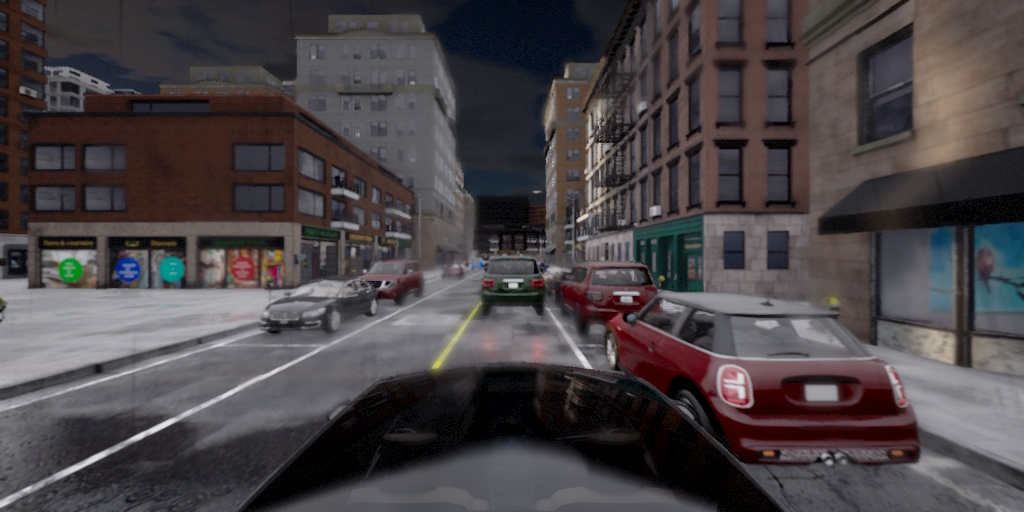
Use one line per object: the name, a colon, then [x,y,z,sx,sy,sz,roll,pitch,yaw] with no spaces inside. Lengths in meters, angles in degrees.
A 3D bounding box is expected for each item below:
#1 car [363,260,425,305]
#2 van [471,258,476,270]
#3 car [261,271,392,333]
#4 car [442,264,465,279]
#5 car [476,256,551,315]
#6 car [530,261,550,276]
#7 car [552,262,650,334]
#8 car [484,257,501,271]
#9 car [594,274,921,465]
car: [-5.386,1.102,16.316,2.192,1.841,5.009,0,0,0]
van: [-5.383,1.231,55.948,1.690,1.789,3.998,0,0,0]
car: [-5.387,1.323,10.653,2.007,1.370,4.403,0,0,0]
car: [-5.385,1.413,33.301,1.802,1.307,4.207,0,0,0]
car: [0.066,1.005,13.845,2.150,2.045,5.566,0,0,0]
car: [3.018,1.325,39.999,1.882,1.535,5.008,0,0,0]
car: [2.638,1.087,10.652,2.192,1.841,5.009,0,0,0]
car: [-2.825,1.102,52.376,2.150,2.045,5.566,0,0,0]
car: [2.638,1.198,4.990,1.967,1.591,4.097,0,0,0]
